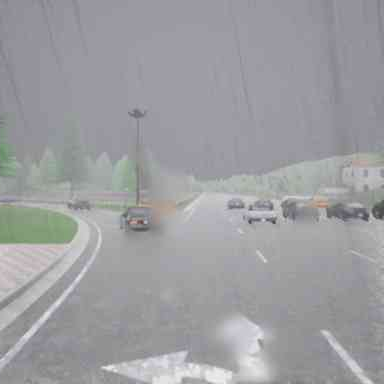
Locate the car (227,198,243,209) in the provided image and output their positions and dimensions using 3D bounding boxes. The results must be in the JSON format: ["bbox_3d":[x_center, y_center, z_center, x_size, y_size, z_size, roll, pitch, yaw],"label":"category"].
[{"bbox_3d":[5.617,1.480,42.604,1.994,1.385,4.181,0,0,3],"label":"car"}]

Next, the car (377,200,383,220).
[{"bbox_3d":[15.305,1.145,23.992,2.150,2.045,5.566,0,0,3],"label":"car"}]

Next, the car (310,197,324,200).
[{"bbox_3d":[16.144,1.369,42.975,1.882,1.535,5.008,0,0,3],"label":"car"}]

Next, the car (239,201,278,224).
[{"bbox_3d":[4.798,1.550,24.067,1.895,1.301,4.718,0,0,3],"label":"car"}]

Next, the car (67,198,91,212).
[{"bbox_3d":[-13.405,1.471,39.254,1.837,1.490,4.892,0,0,-34],"label":"car"}]

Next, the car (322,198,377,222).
[{"bbox_3d":[11.855,1.456,25.509,1.812,1.442,4.674,0,0,2],"label":"car"}]

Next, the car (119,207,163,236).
[{"bbox_3d":[-2.958,1.524,18.552,2.033,1.411,5.357,0,0,-17],"label":"car"}]

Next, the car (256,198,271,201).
[{"bbox_3d":[9.111,1.472,42.352,1.994,1.385,4.181,0,0,3],"label":"car"}]

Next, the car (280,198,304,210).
[{"bbox_3d":[12.604,1.465,42.160,1.994,1.385,4.181,0,0,3],"label":"car"}]

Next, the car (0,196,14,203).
[{"bbox_3d":[-36.969,1.527,66.098,4.181,1.385,1.994,0,0,43],"label":"car"}]

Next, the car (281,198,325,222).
[{"bbox_3d":[8.365,1.463,25.818,1.812,1.442,4.674,0,0,2],"label":"car"}]
